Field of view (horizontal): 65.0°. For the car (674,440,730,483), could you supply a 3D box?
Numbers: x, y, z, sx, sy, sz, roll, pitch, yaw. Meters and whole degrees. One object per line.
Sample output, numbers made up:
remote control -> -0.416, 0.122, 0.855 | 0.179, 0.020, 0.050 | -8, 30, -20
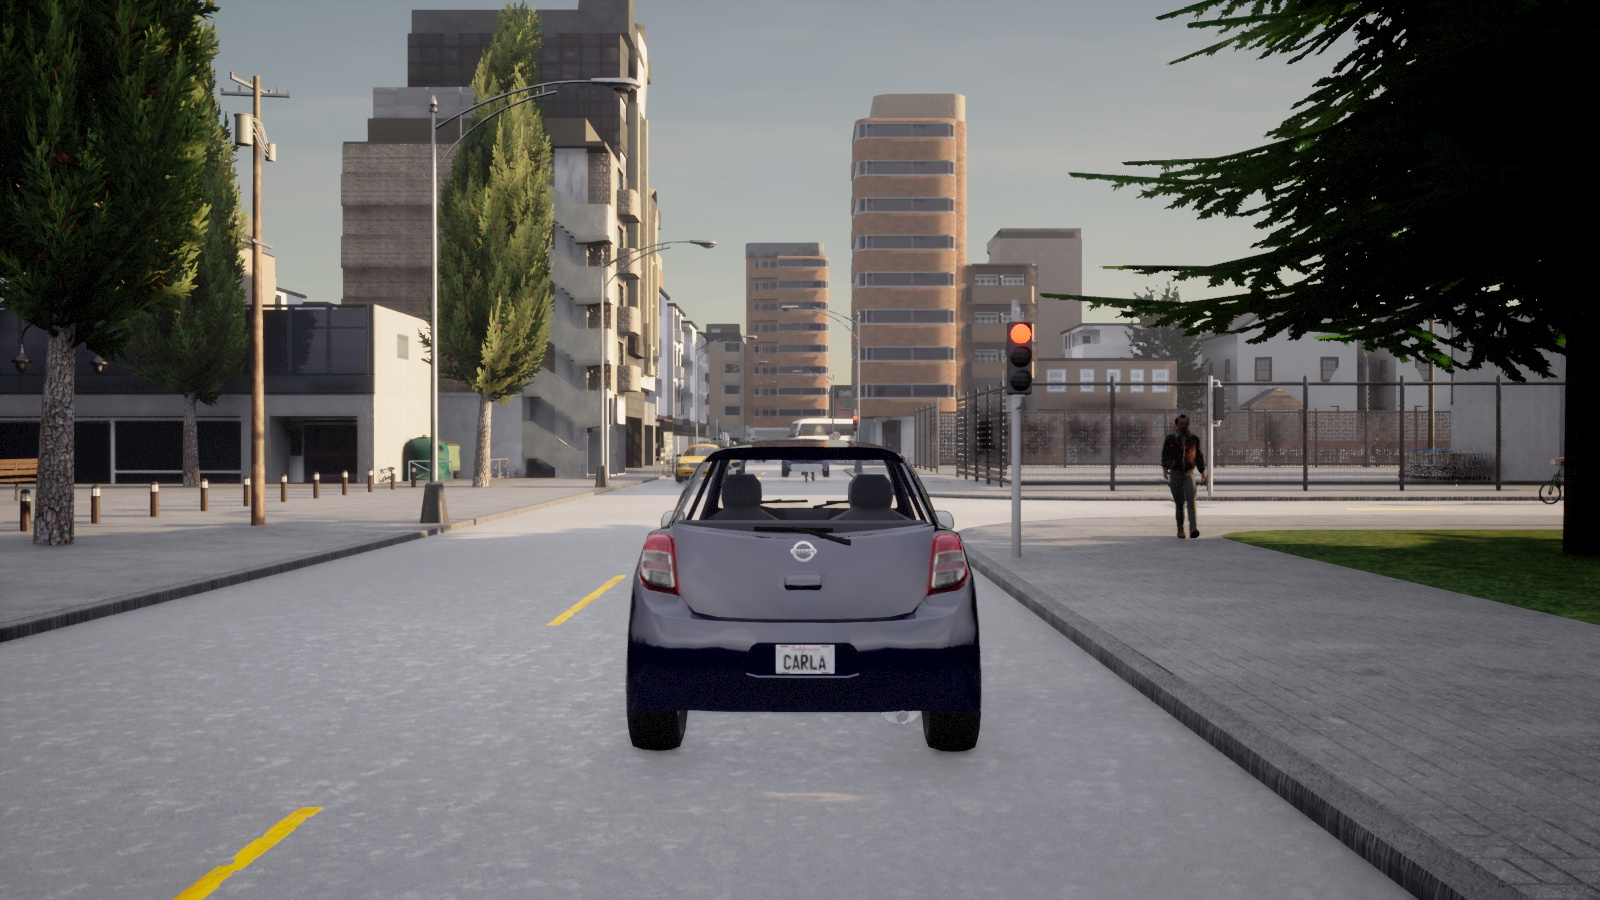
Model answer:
car -> -3.769, 0.404, 49.076 | 1.801, 1.575, 5.366 | 0, 0, 0

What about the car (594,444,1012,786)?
car -> 0.036, 0.719, 7.361 | 1.845, 1.501, 3.633 | 0, 0, 1

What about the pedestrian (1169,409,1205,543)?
pedestrian -> 5.501, 0.360, 17.873 | 0.376, 1.854, 0.720 | 0, 0, 8

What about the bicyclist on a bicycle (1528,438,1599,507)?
bicyclist on a bicycle -> 18.404, 0.528, 30.007 | 1.509, 1.612, 0.866 | 0, 0, 0
